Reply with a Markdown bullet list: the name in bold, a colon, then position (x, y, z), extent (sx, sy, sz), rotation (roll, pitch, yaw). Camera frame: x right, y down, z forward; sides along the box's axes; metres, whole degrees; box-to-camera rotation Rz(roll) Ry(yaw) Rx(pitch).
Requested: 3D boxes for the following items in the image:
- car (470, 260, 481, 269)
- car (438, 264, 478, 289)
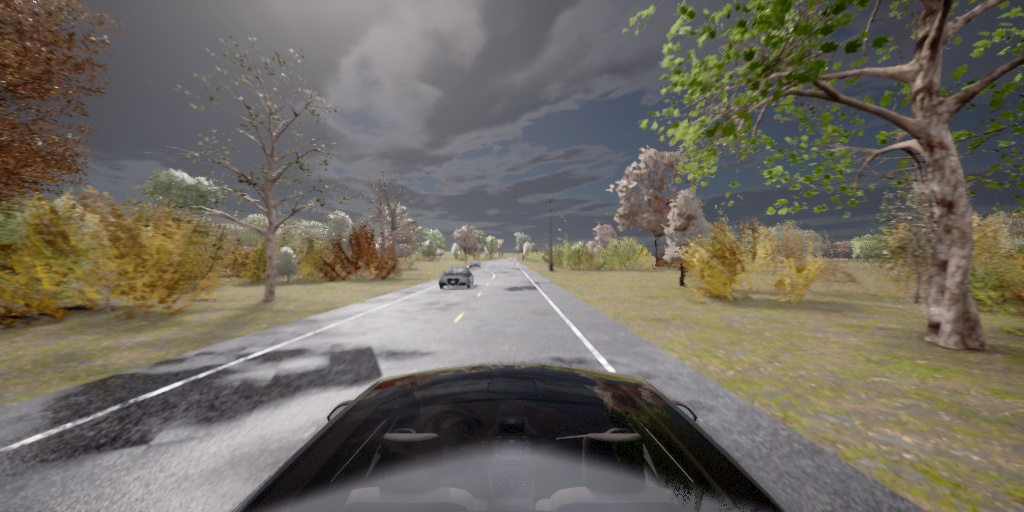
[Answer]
- **car**: position (-6.542, 1.518, 64.387), extent (1.812, 1.442, 4.674), rotation (0, 0, -6)
- **car**: position (-3.661, 1.419, 24.217), extent (1.994, 1.385, 4.181), rotation (0, 0, 0)
